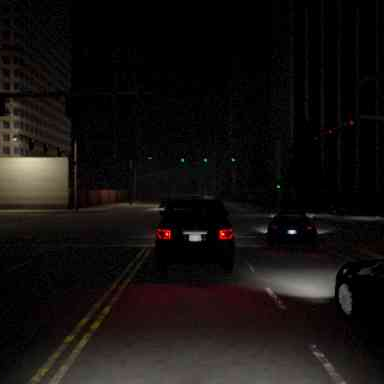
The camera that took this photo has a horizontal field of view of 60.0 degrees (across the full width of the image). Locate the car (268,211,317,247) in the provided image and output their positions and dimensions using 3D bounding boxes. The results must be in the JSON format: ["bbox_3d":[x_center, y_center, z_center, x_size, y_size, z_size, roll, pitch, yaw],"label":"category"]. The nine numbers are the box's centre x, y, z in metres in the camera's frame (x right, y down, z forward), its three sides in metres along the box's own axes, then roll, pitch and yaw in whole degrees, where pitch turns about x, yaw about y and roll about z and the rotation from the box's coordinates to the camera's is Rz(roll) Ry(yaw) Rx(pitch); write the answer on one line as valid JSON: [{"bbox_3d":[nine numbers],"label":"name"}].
[{"bbox_3d":[4.579,1.545,15.192,1.994,1.385,4.181,0,0,17],"label":"car"}]

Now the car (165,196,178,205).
[{"bbox_3d":[-3.527,1.441,57.575,1.882,1.535,5.008,0,0,1],"label":"car"}]

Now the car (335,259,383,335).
[{"bbox_3d":[3.601,1.502,4.361,1.837,1.490,4.892,0,0,0],"label":"car"}]

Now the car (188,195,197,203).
[{"bbox_3d":[0.035,1.440,68.422,1.837,1.490,4.892,0,0,0],"label":"car"}]

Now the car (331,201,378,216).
[{"bbox_3d":[15.645,1.526,31.247,4.718,1.301,1.895,0,0,0],"label":"car"}]

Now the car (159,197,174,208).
[{"bbox_3d":[-3.569,1.475,47.236,1.837,1.490,4.892,0,0,0],"label":"car"}]

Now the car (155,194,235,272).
[{"bbox_3d":[0.086,1.216,10.896,2.150,2.045,5.566,0,0,0],"label":"car"}]

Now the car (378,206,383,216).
[{"bbox_3d":[18.561,1.280,27.740,4.553,1.767,2.097,0,0,0],"label":"car"}]
